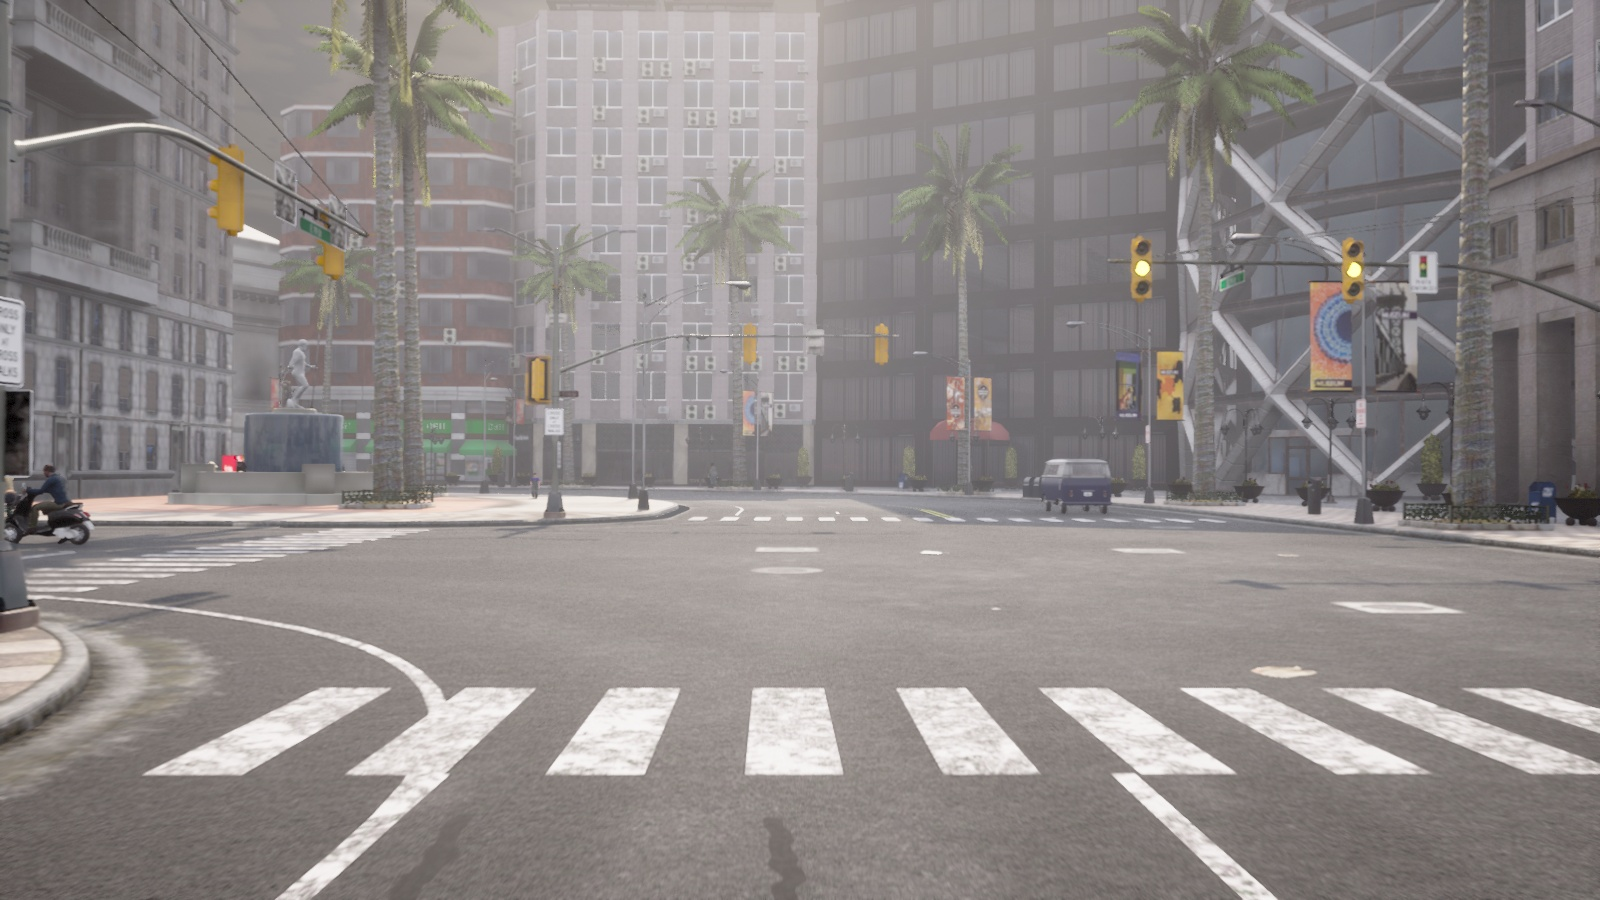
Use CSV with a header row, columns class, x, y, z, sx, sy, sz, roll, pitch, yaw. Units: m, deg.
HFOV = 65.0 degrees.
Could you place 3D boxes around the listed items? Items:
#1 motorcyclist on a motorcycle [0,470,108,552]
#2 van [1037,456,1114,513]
class,x,y,z,sx,sy,sz,roll,pitch,yaw
motorcyclist on a motorcycle,-14.879,1.201,24.919,1.817,1.590,0.866,0,-1,-1
van,10.068,1.225,46.197,1.775,1.987,4.442,0,-1,-1
